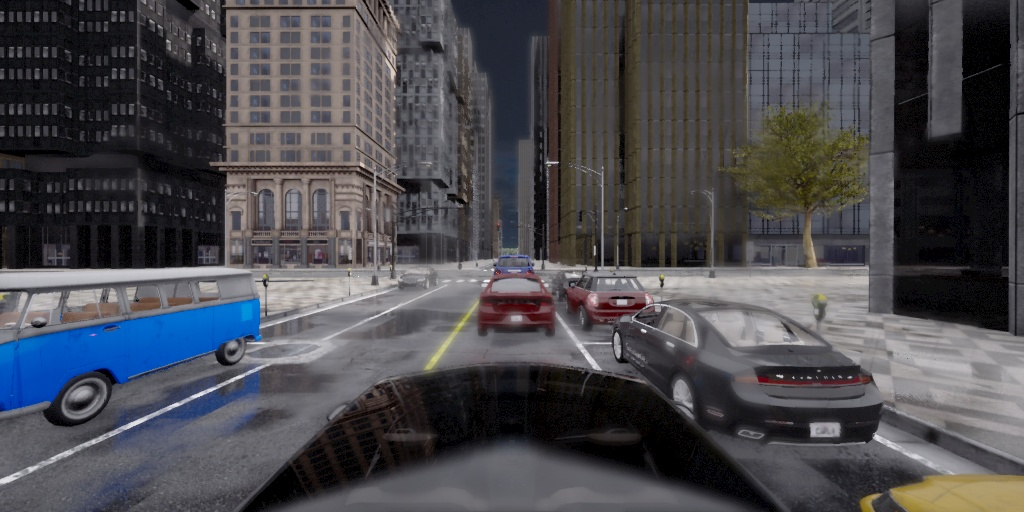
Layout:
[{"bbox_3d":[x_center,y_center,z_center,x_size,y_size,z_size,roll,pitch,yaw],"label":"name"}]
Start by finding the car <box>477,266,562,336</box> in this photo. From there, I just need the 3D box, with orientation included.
[{"bbox_3d":[0.109,1.226,10.375,1.882,1.535,5.008,0,0,0],"label":"car"}]

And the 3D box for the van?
[{"bbox_3d":[-5.755,1.090,5.362,1.690,1.789,3.998,0,0,0],"label":"van"}]

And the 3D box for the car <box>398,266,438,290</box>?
[{"bbox_3d":[-5.724,1.296,22.285,2.007,1.370,4.403,0,0,0],"label":"car"}]

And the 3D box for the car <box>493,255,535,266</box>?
[{"bbox_3d":[0.110,0.967,20.259,2.150,2.045,5.566,0,0,0],"label":"car"}]

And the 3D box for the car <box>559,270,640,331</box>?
[{"bbox_3d":[2.781,1.188,10.989,1.967,1.591,4.097,0,0,0],"label":"car"}]

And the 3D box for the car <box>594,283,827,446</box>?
[{"bbox_3d":[2.770,1.300,5.347,2.007,1.370,4.403,0,0,0],"label":"car"}]
